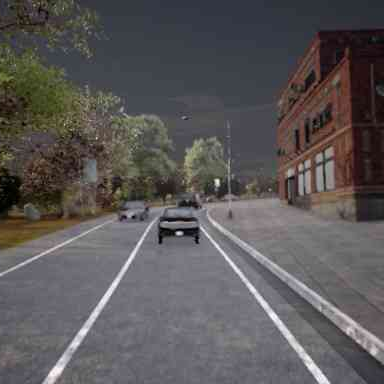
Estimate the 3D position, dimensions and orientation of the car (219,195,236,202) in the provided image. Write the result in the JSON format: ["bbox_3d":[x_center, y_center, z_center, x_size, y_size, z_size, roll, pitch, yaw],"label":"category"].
[{"bbox_3d":[7.143,1.238,65.938,1.812,1.442,4.674,-4,-1,35],"label":"car"}]

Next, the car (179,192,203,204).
[{"bbox_3d":[-0.066,1.063,39.627,2.150,2.045,5.566,-1,0,9],"label":"car"}]

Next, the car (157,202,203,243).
[{"bbox_3d":[-0.658,1.478,16.128,2.128,1.511,4.902,0,0,-3],"label":"car"}]

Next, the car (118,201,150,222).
[{"bbox_3d":[-4.418,1.439,25.797,2.128,1.511,4.902,0,0,0],"label":"car"}]
